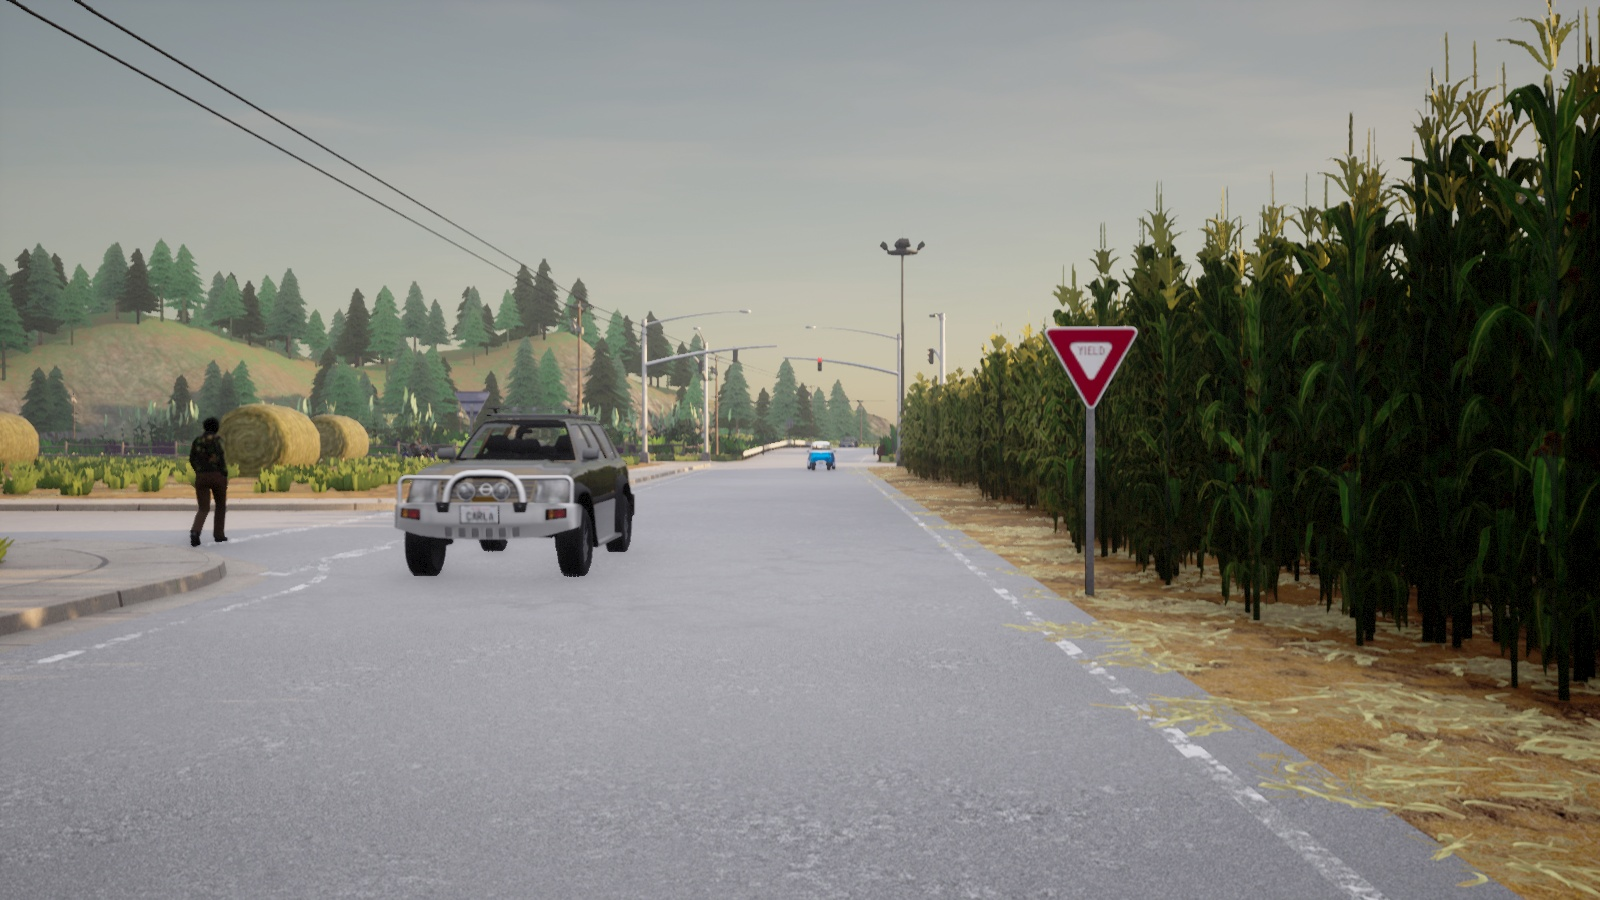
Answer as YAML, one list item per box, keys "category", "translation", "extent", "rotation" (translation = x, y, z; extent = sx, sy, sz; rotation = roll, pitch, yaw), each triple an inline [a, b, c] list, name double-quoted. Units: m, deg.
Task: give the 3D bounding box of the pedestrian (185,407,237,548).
- category: "pedestrian"
  translation: [-8.171, 0.372, 17.425]
  extent: [0.395, 1.930, 0.692]
  rotation: [0, 0, -1]

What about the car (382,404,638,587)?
- category: "car"
  translation: [-3.233, 0.431, 15.022]
  extent: [1.932, 1.855, 4.605]
  rotation: [0, 1, 1]

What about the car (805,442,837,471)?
- category: "car"
  translation: [1.021, 0.302, 60.373]
  extent: [1.481, 1.376, 2.207]
  rotation: [0, 1, 2]

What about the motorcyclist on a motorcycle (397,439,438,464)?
- category: "motorcyclist on a motorcycle"
  translation: [-23.202, 0.100, 76.238]
  extent: [2.191, 1.530, 0.866]
  rotation: [0, 0, 4]
